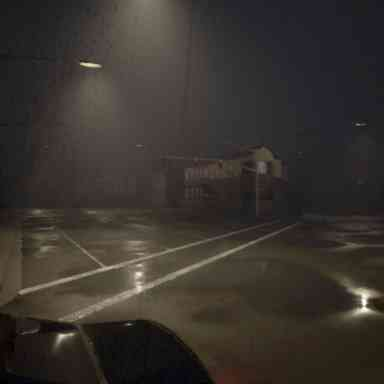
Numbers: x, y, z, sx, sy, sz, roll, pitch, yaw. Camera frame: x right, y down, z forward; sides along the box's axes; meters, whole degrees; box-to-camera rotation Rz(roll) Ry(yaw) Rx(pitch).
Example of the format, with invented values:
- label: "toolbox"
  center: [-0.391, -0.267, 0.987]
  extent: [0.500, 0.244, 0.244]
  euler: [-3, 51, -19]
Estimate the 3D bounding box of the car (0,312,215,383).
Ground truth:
- label: "car"
  center: [-2.355, 1.619, 1.932]
  extent: [5.357, 1.411, 2.033]
  euler: [0, -2, -27]
